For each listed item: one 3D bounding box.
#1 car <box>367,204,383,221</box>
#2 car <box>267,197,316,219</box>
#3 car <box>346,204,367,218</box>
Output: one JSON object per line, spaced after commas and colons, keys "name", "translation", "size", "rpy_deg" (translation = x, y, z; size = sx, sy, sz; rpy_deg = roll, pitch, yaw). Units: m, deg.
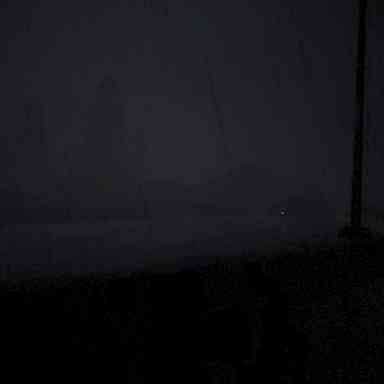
{"name": "car", "translation": [18.182, 1.800, 29.792], "size": [5.008, 1.535, 1.882], "rpy_deg": [1, -1, -35]}
{"name": "car", "translation": [9.800, 1.483, 32.455], "size": [5.566, 2.045, 2.150], "rpy_deg": [1, 0, -35]}
{"name": "car", "translation": [17.427, 1.911, 33.537], "size": [4.181, 1.385, 1.994], "rpy_deg": [1, -1, -35]}
